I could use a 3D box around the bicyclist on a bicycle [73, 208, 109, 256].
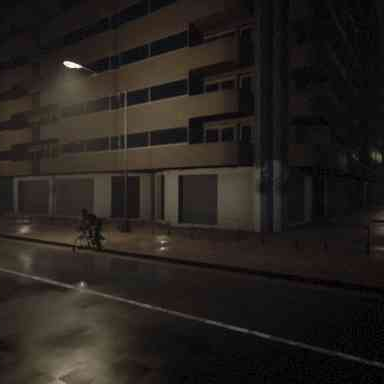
[{"bbox_3d":[-3.635,1.360,11.919,0.582,1.620,1.656,0,9,34],"label":"bicyclist on a bicycle"}]
